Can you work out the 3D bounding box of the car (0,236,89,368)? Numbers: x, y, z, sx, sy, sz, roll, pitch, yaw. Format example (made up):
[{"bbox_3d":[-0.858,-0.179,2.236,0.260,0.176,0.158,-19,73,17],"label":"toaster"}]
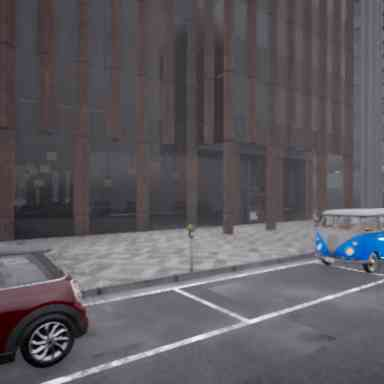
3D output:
[{"bbox_3d":[-3.538,1.436,4.127,4.097,1.590,1.967,1,-1,-36],"label":"car"}]

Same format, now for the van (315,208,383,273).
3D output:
[{"bbox_3d":[5.631,1.427,10.687,3.998,1.788,1.690,1,-1,-36],"label":"van"}]
